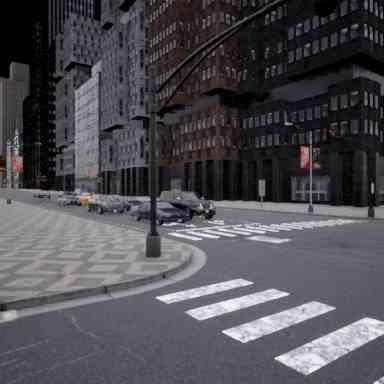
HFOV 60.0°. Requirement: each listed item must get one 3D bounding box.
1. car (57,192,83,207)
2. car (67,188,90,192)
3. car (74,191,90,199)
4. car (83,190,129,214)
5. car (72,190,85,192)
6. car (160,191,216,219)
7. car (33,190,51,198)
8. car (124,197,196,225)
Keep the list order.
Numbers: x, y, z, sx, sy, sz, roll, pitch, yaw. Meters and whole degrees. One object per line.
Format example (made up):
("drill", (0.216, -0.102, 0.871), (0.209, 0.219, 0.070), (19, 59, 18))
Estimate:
("car", (-14.351, 1.021, 38.844), (1.994, 1.385, 4.181), (0, 1, -35))
("car", (-18.820, 0.413, 56.451), (2.150, 2.045, 5.566), (0, 1, -36))
("car", (-21.964, 0.558, 66.349), (1.812, 1.442, 4.674), (0, 1, -36))
("car", (-7.756, 0.972, 29.693), (2.097, 1.767, 4.553), (0, 1, -36))
("car", (-13.801, 0.877, 43.639), (1.882, 1.535, 5.008), (0, 1, -35))
("car", (-0.559, 0.946, 25.266), (2.150, 2.045, 5.566), (0, 1, -36))
("car", (-23.113, 0.362, 51.119), (1.882, 1.535, 5.008), (0, 1, -36))
("car", (-2.289, 1.299, 22.127), (2.033, 1.411, 5.357), (0, 1, -36))
